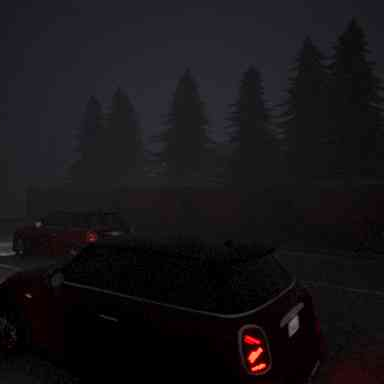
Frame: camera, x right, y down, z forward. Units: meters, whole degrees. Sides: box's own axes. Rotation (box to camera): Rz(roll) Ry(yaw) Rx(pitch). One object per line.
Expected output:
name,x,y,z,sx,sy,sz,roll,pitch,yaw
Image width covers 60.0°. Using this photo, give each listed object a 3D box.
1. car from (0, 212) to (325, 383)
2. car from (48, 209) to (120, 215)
car,-0.736,1.345,4.518,4.553,1.767,2.097,0,0,35
car,-4.024,1.337,11.162,4.553,1.767,2.097,1,0,35
